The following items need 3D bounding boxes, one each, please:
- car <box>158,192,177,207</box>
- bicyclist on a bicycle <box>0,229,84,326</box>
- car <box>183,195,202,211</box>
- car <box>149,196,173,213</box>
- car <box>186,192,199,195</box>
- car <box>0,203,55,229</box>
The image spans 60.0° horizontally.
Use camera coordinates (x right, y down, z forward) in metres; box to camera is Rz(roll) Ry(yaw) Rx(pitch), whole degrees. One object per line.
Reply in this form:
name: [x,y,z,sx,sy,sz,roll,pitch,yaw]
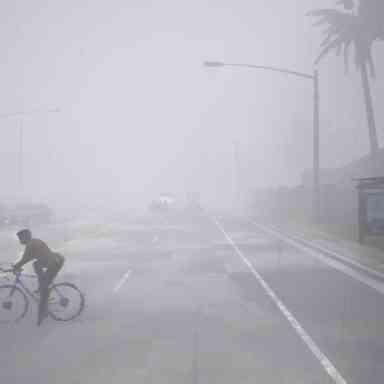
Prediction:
car: [-3.405,0.990,45.312,2.150,2.045,5.566,0,0,4]
bicyclist on a bicycle: [-2.702,1.461,5.737,1.656,1.620,0.582,-2,0,-1]
car: [0.114,1.354,37.247,1.812,1.442,4.674,0,0,0]
car: [-3.393,1.450,35.300,1.895,1.301,4.718,0,0,0]
car: [0.114,0.967,47.528,2.150,2.045,5.566,0,0,0]
car: [-10.583,1.474,21.547,1.837,1.490,4.892,0,0,0]
